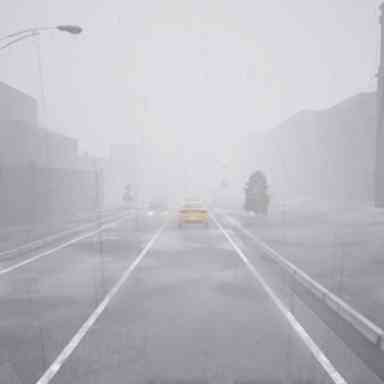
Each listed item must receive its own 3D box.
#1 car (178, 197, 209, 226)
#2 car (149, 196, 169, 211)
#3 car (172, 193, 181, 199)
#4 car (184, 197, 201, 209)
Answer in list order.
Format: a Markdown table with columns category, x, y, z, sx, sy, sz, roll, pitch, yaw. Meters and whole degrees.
| category | x | y | z | sx | sy | sz | roll | pitch | yaw |
| --- | --- | --- | --- | --- | --- | --- | --- | --- | --- |
| car | 0.086 | 1.362 | 22.230 | 1.882 | 1.535 | 5.008 | 0 | 0 | 0 |
| car | -3.586 | 1.262 | 36.923 | 1.882 | 1.535 | 5.008 | 0 | 0 | 0 |
| car | -3.475 | 0.910 | 78.166 | 1.812 | 1.442 | 4.674 | 0 | 0 | 0 |
| car | 0.035 | 1.314 | 42.633 | 1.994 | 1.385 | 4.181 | 0 | 0 | 0 |
